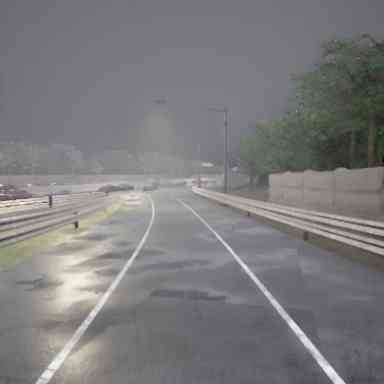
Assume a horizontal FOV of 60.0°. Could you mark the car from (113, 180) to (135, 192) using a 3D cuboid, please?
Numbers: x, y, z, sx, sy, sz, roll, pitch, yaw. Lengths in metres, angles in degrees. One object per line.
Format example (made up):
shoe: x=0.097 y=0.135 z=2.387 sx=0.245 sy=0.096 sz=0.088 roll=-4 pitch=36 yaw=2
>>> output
car: x=-12.718 y=-0.937 z=64.352 sx=2.097 sy=1.767 sz=4.553 roll=0 pitch=3 yaw=15

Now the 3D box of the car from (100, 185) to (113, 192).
car: x=-16.086 y=-0.769 z=65.313 sx=2.033 sy=1.411 sz=5.357 roll=0 pitch=3 yaw=15

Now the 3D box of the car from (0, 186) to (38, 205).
car: x=-19.833 y=0.476 z=38.156 sx=2.097 sy=1.767 sz=4.553 roll=0 pitch=3 yaw=15

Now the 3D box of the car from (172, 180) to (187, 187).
car: x=-2.874 y=-2.067 z=87.260 sx=1.882 sy=1.535 sz=5.008 roll=0 pitch=3 yaw=15

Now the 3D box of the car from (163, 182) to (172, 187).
car: x=-6.250 y=-2.045 z=88.185 sx=2.128 sy=1.511 sz=4.902 roll=0 pitch=3 yaw=15

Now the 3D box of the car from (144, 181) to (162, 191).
car: x=-8.217 y=-0.923 z=67.581 sx=1.994 sy=1.385 sz=4.181 roll=0 pitch=3 yaw=15

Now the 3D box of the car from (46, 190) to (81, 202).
car: x=-15.553 y=0.447 z=40.564 sx=1.882 sy=1.535 sz=5.008 roll=0 pitch=3 yaw=15
